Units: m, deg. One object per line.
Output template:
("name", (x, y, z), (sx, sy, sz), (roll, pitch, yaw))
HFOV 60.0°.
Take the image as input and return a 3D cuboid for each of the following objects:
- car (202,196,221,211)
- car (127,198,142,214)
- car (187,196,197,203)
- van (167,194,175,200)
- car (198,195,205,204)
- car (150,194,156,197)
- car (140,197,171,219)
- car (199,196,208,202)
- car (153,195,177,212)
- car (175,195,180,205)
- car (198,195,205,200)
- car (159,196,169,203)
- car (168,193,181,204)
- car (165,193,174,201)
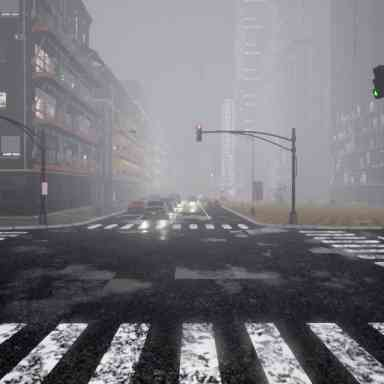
("car", (2.612, 1.540, 41.076), (1.887, 1.381, 4.507), (-1, 0, 0))
("car", (-5.730, 1.540, 35.363), (1.887, 1.381, 4.507), (-1, 0, 0))
("car", (0.043, 1.479, 69.792), (1.882, 1.535, 5.008), (0, 0, 0))
("van", (-5.780, 1.350, 91.851), (1.690, 1.788, 3.998), (-1, 0, 0))
("car", (2.594, 1.551, 63.672), (2.008, 1.369, 4.403), (-1, 0, 0))
("car", (-5.736, 1.436, 41.012), (1.967, 1.590, 4.097), (-1, 0, 0))
("car", (-3.123, 1.501, 29.334), (1.837, 1.490, 4.892), (0, 0, 0))
("car", (2.584, 1.548, 74.970), (1.887, 1.381, 4.507), (-1, 0, 0))
("car", (-3.128, 1.473, 38.881), (1.882, 1.535, 5.008), (0, 0, 0))
("car", (-3.130, 1.522, 48.764), (1.812, 1.442, 4.674), (0, 0, 0))
("car", (2.569, 1.535, 92.087), (1.752, 1.417, 4.829), (-1, 0, 0))
("car", (-5.758, 1.584, 69.257), (1.802, 1.307, 4.206), (-1, 0, 0))
("car", (-3.089, 1.221, 59.321), (2.150, 2.045, 5.566), (0, 0, 1))
("car", (-5.776, 1.322, 86.203), (2.192, 1.841, 5.009), (-1, 0, 0))
